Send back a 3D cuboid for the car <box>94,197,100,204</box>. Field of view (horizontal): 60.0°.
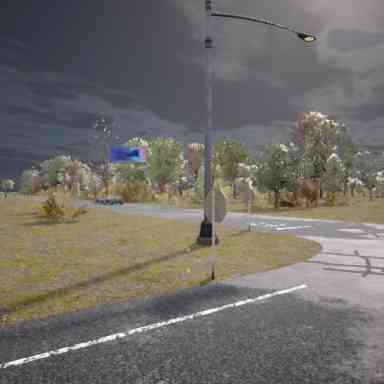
[{"bbox_3d":[-16.394,1.497,60.913,1.895,1.301,4.718,0,0,-34],"label":"car"}]

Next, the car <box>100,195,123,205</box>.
[{"bbox_3d":[-13.373,1.258,56.500,2.097,1.767,4.553,0,0,-33],"label":"car"}]
